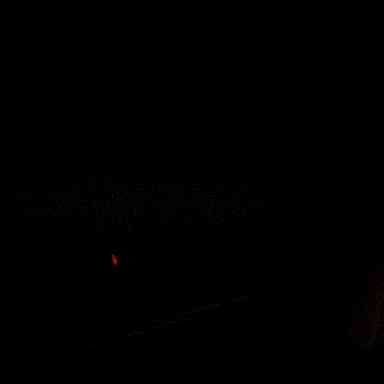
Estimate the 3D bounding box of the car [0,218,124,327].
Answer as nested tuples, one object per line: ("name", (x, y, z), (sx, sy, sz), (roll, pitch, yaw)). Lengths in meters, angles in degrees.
("car", (-3.596, 1.350, 5.726), (4.553, 1.767, 2.097), (0, 0, -35))
